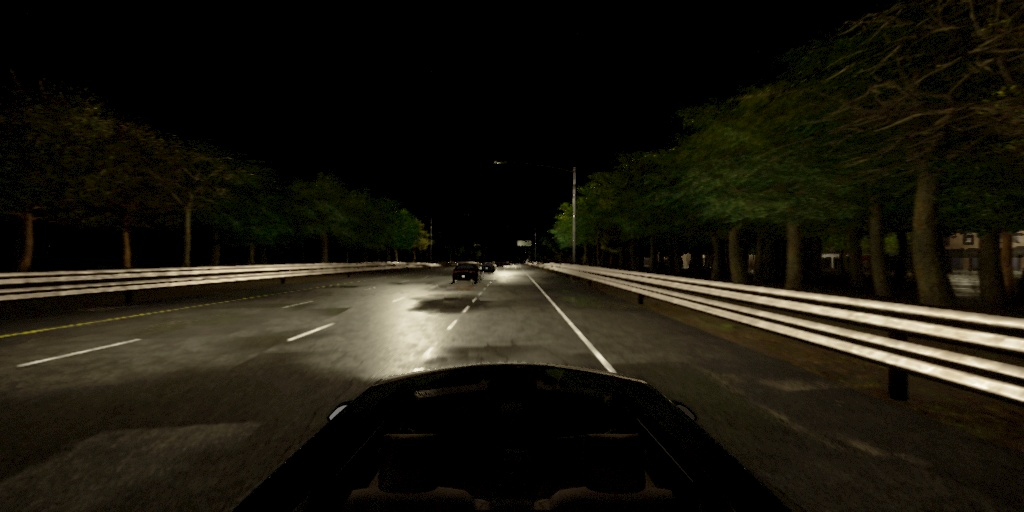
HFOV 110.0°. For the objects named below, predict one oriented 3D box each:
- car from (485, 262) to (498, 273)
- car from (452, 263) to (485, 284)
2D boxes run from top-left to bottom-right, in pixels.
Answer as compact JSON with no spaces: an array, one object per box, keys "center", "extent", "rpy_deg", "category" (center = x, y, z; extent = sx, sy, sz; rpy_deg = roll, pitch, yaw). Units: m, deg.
[{"center":[-3.331,1.602,49.037],"extent":[1.994,1.385,4.181],"rpy_deg":[0,-1,0],"category":"car"},{"center":[-3.434,1.308,27.895],"extent":[1.882,1.535,5.008],"rpy_deg":[0,0,0],"category":"car"}]
